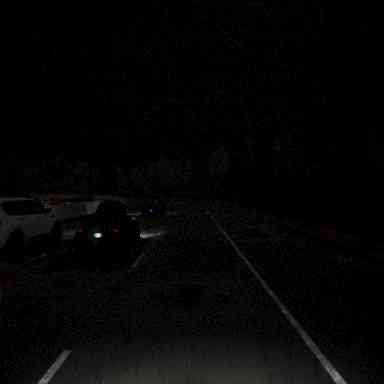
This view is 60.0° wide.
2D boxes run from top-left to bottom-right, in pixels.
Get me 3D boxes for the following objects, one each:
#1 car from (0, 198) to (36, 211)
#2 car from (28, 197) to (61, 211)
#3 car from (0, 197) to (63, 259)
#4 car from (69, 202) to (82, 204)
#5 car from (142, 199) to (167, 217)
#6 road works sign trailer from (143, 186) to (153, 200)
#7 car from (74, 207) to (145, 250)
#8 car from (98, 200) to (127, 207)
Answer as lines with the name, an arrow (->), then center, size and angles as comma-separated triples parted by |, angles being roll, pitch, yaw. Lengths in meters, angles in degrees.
car -> -21.162, 1.473, 40.386 | 2.033, 1.411, 5.357 | 0, 0, -1
car -> -17.698, 1.403, 40.196 | 1.882, 1.535, 5.008 | 0, 0, -1
car -> -6.917, 1.197, 12.674 | 2.150, 2.045, 5.566 | 0, 0, 0
car -> -14.273, 1.274, 42.326 | 2.097, 1.767, 4.553 | 0, 0, -2
car -> -3.413, 1.421, 30.403 | 1.882, 1.535, 5.008 | 0, 0, 0
road works sign trailer -> -12.110, 0.298, 90.014 | 2.380, 3.560, 2.880 | 0, 0, -30
car -> -3.415, 1.538, 14.086 | 1.994, 1.385, 4.181 | 0, 0, 0
car -> -6.916, 1.451, 28.926 | 1.837, 1.490, 4.892 | 0, 0, 0
